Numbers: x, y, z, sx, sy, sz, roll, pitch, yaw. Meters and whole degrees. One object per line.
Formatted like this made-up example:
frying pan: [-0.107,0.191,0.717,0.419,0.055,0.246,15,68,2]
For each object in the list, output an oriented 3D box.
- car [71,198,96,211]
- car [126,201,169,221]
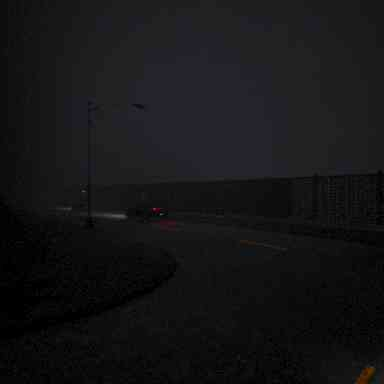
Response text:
car: [-13.217,1.503,40.385,2.128,1.511,4.902,0,0,-35]
car: [-3.724,1.491,27.072,2.128,1.511,4.902,0,0,-36]
